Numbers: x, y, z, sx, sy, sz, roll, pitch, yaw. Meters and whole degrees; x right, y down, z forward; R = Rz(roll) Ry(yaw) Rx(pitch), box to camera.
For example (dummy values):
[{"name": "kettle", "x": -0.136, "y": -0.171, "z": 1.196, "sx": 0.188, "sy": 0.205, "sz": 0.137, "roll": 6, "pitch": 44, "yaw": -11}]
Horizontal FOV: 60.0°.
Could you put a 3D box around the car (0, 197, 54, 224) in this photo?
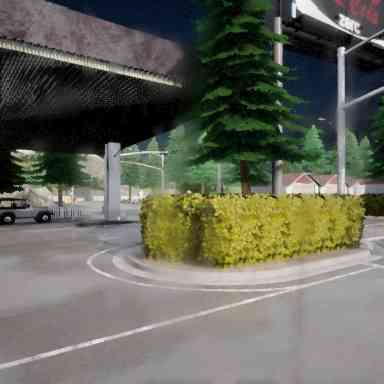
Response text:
[{"name": "car", "x": -11.962, "y": 1.313, "z": 23.485, "sx": 3.866, "sy": 1.878, "sz": 1.905, "roll": 0, "pitch": 0, "yaw": -36}]
